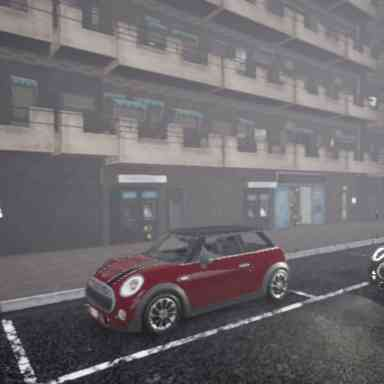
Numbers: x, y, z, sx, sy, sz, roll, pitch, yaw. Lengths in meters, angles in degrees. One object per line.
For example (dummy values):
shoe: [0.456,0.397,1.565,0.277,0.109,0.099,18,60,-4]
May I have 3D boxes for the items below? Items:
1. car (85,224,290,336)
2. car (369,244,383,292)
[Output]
car: [0.026,1.436,6.602,4.097,1.590,1.967,0,-1,-35]
car: [6.071,1.342,7.657,4.553,1.767,2.097,0,0,-35]
